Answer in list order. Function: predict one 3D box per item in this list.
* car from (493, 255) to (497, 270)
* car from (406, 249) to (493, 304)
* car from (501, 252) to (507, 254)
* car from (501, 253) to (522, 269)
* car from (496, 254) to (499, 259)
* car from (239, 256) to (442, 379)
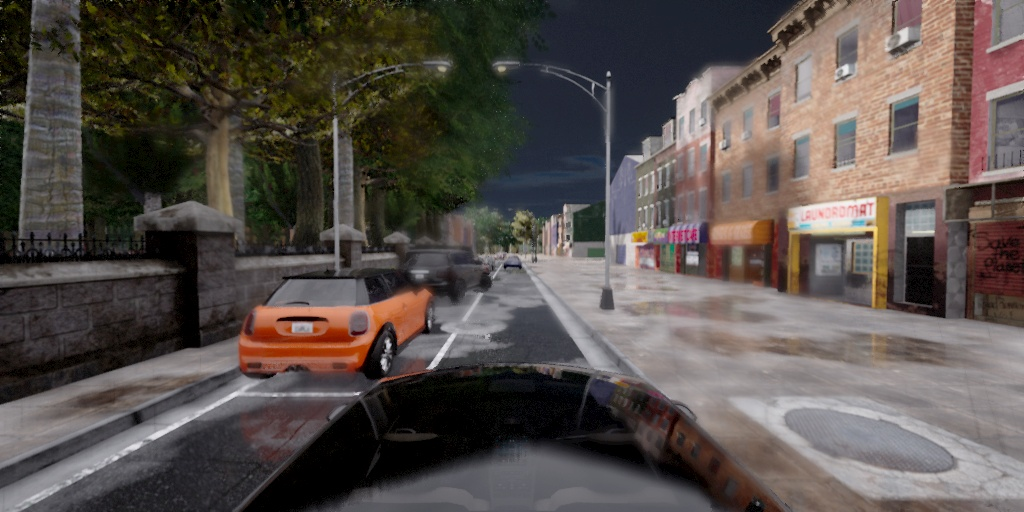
[{"bbox_3d":[-2.638,0.796,30.560,2.007,1.370,4.403,0,0,0],"label":"car"},{"bbox_3d":[-2.635,0.735,14.934,2.150,2.045,5.566,0,1,11],"label":"car"},{"bbox_3d":[-0.175,0.353,53.980,1.882,1.535,5.008,0,1,-4],"label":"car"},{"bbox_3d":[0.090,0.662,39.622,1.994,1.385,4.181,0,1,0],"label":"car"},{"bbox_3d":[-2.638,0.718,36.247,1.948,1.339,4.313,0,0,0],"label":"car"},{"bbox_3d":[-2.988,1.002,7.236,2.097,1.767,4.553,0,1,0],"label":"car"}]
